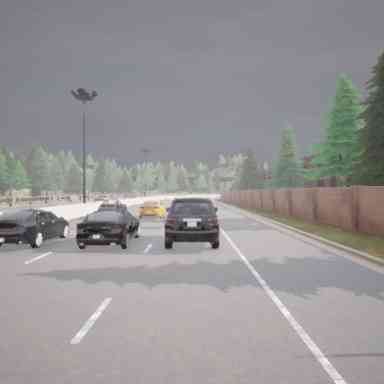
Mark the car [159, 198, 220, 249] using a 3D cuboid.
[{"bbox_3d":[0.000,1.259,14.680,2.150,2.045,5.566,0,0,0],"label":"car"}]

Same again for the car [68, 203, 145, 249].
[{"bbox_3d":[-3.500,1.486,14.650,1.882,1.535,5.008,0,0,0],"label":"car"}]

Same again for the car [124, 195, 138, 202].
[{"bbox_3d":[-14.000,1.514,76.539,2.128,1.511,4.902,0,0,0],"label":"car"}]

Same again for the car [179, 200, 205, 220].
[{"bbox_3d":[0.000,1.496,29.650,2.128,1.511,4.902,0,0,0],"label":"car"}]

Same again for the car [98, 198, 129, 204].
[{"bbox_3d":[-7.000,1.496,29.650,2.128,1.511,4.902,0,0,0],"label":"car"}]

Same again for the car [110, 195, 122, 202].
[{"bbox_3d":[-17.500,1.513,76.539,1.812,1.442,4.674,0,0,0],"label":"car"}]

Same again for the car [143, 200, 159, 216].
[{"bbox_3d":[-3.500,1.486,29.650,1.882,1.535,5.008,0,0,0],"label":"car"}]

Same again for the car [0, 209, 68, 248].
[{"bbox_3d":[-7.000,1.517,14.650,1.837,1.490,4.892,0,0,0],"label":"car"}]
